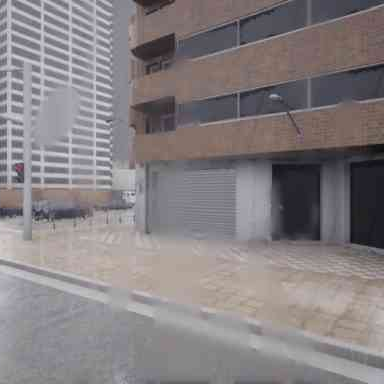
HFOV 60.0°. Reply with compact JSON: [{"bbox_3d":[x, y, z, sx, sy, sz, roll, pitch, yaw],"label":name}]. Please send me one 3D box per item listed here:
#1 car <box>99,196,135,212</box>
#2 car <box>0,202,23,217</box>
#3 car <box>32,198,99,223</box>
[{"bbox_3d":[-9.383,1.547,39.393,2.033,1.411,5.357,0,0,36],"label":"car"},{"bbox_3d":[-15.533,1.601,30.932,1.895,1.301,4.718,0,0,36],"label":"car"},{"bbox_3d":[-10.059,1.352,26.215,2.097,1.767,4.553,0,0,36],"label":"car"}]
